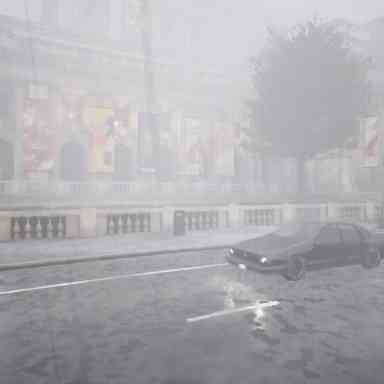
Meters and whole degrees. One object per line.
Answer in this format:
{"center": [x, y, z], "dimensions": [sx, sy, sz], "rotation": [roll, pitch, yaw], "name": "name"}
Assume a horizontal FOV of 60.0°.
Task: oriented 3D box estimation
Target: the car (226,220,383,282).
{"center": [3.681, 1.548, 9.841], "dimensions": [5.357, 1.411, 2.033], "rotation": [0, 0, -27], "name": "car"}
